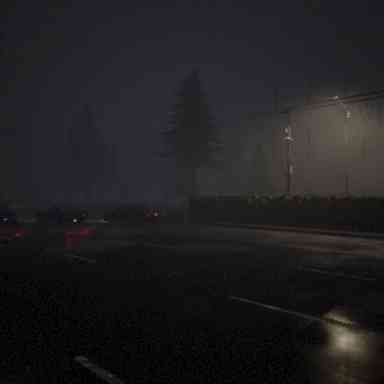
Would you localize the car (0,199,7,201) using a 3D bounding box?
[{"bbox_3d":[-22.255,1.297,35.584,5.566,2.045,2.150,0,0,43],"label":"car"}]

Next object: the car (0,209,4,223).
[{"bbox_3d":[-11.152,1.586,15.866,5.357,1.411,2.033,0,0,43],"label":"car"}]

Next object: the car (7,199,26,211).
[{"bbox_3d":[-21.617,1.548,39.752,5.008,1.535,1.882,0,0,43],"label":"car"}]

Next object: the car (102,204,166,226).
[{"bbox_3d":[-4.237,1.552,23.772,5.357,1.411,2.033,0,0,43],"label":"car"}]

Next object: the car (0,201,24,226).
[{"bbox_3d":[-13.564,1.571,22.818,4.674,1.442,1.812,0,0,42],"label":"car"}]

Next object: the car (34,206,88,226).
[{"bbox_3d":[-9.502,1.628,23.857,4.718,1.301,1.895,0,0,43],"label":"car"}]
